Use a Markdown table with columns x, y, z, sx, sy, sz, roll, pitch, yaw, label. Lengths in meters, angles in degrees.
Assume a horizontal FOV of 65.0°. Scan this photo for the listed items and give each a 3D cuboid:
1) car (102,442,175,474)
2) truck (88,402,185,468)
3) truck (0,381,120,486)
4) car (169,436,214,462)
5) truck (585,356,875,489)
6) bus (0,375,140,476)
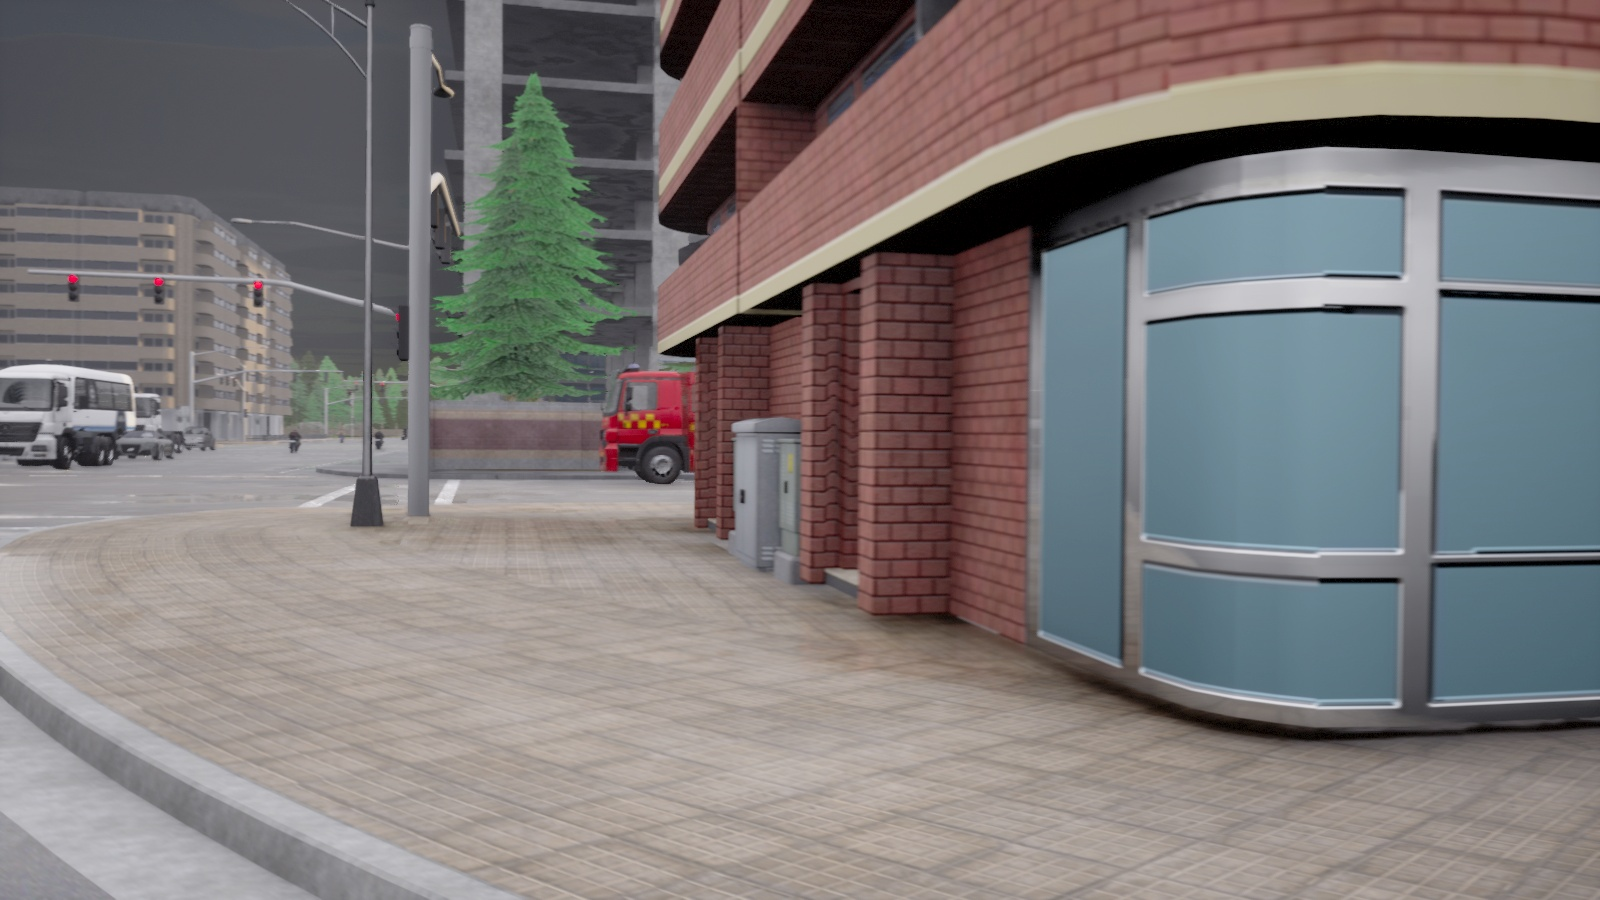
| x | y | z | sx | sy | sz | roll | pitch | yaw | label |
| --- | --- | --- | --- | --- | --- | --- | --- | --- | --- |
| -30.300 | 0.323 | 57.636 | 1.994 | 1.385 | 4.181 | -1 | 1 | -14 | car |
| -36.952 | -0.826 | 70.246 | 2.891 | 3.462 | 7.936 | -1 | 1 | -14 | truck |
| -27.342 | -0.593 | 45.337 | 2.891 | 3.462 | 7.936 | -1 | 1 | -14 | truck |
| -39.858 | -0.073 | 82.333 | 1.851 | 1.617 | 3.988 | -1 | 1 | -14 | car |
| -2.192 | -0.844 | 38.533 | 8.468 | 3.827 | 2.891 | -1 | 1 | -13 | truck |
| -33.939 | -1.088 | 57.696 | 3.944 | 4.253 | 10.273 | -1 | 1 | -14 | bus |
